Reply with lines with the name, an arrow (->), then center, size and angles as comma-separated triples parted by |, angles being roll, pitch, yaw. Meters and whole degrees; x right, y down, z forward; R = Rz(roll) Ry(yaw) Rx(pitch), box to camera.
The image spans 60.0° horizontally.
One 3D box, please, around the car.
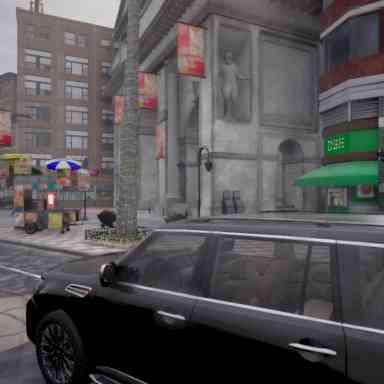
car -> 0.524, 1.221, 3.518 | 5.566, 2.045, 2.150 | 0, 0, 36
